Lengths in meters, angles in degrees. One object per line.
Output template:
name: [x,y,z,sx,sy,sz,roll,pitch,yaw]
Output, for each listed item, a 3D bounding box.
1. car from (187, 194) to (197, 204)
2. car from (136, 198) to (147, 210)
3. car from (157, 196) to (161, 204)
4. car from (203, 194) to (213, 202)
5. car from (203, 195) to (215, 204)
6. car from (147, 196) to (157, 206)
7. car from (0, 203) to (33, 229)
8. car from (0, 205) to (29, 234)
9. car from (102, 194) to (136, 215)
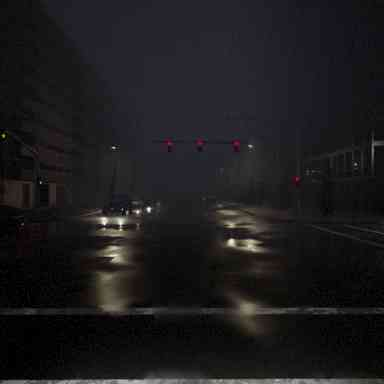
car: [-0.033,1.564,64.121,1.994,1.385,4.181,0,0,1]
car: [-7.440,1.526,43.556,1.812,1.442,4.674,0,0,1]
car: [-7.153,1.526,65.258,1.812,1.442,4.674,0,0,1]
car: [3.485,1.355,74.641,2.097,1.767,4.553,0,0,1]
car: [3.471,1.492,64.157,2.128,1.511,4.902,0,0,1]
car: [-7.331,1.601,53.526,1.895,1.301,4.718,0,0,1]
car: [-13.160,1.525,21.284,5.008,1.535,1.882,0,0,0]
car: [-11.473,1.529,17.781,4.902,1.511,2.128,0,0,0]
car: [-7.455,1.221,33.762,2.150,2.045,5.566,0,0,0]
